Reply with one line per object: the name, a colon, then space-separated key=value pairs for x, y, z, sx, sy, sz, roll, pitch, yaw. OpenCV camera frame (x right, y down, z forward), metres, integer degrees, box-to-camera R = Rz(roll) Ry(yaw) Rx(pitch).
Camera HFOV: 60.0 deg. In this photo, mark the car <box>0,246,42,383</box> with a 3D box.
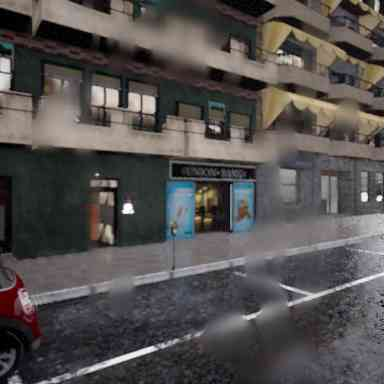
car: x=-4.019 y=1.459 z=3.685 sx=4.097 sy=1.590 sz=1.967 roll=-1 pitch=2 yaw=-35
